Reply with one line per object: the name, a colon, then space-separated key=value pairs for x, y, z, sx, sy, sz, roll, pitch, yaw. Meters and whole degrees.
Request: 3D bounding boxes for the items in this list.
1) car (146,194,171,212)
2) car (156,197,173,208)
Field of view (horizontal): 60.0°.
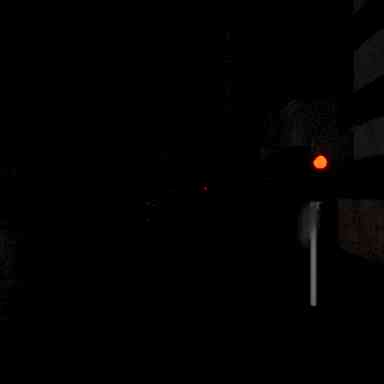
car: x=-4.138 y=1.221 z=39.674 sx=2.150 sy=2.045 sz=5.566 roll=0 pitch=0 yaw=0
car: x=-4.120 y=1.547 z=50.318 sx=2.033 sy=1.411 sz=5.357 roll=0 pitch=0 yaw=1
